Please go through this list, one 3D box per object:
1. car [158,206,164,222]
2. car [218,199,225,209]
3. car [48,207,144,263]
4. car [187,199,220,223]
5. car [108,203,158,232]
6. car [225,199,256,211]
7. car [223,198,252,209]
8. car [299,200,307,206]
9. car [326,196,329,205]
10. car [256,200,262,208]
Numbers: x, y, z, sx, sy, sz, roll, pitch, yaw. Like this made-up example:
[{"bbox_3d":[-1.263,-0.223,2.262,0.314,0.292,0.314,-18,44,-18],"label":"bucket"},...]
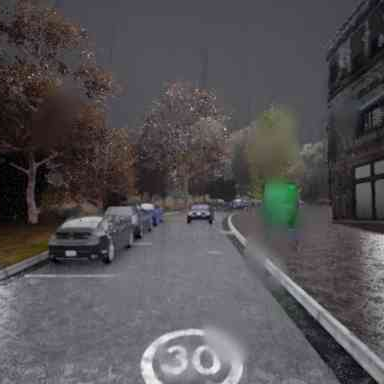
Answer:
[{"bbox_3d":[-3.163,1.502,23.428,2.097,1.535,5.008,0,0,2],"label":"car"},{"bbox_3d":[3.408,1.680,44.977,2.231,1.521,4.892,-2,-1,29],"label":"car"},{"bbox_3d":[-3.404,1.504,12.017,2.231,1.521,4.892,0,0,2],"label":"car"},{"bbox_3d":[0.759,1.527,25.190,2.033,1.411,5.357,-1,0,7],"label":"car"},{"bbox_3d":[-3.403,1.376,17.726,2.185,1.767,4.553,-1,0,2],"label":"car"},{"bbox_3d":[6.193,1.567,42.123,1.812,1.442,4.674,-2,-2,28],"label":"car"},{"bbox_3d":[6.846,1.764,49.723,2.097,1.535,5.008,-3,-4,36],"label":"car"},{"bbox_3d":[19.137,2.058,61.329,4.892,1.521,2.231,1,-4,-32],"label":"car"},{"bbox_3d":[29.429,1.786,66.303,5.566,2.045,2.435,-1,-4,-20],"label":"car"},{"bbox_3d":[10.375,1.875,54.171,2.231,1.521,4.892,-4,-4,42],"label":"car"}]
